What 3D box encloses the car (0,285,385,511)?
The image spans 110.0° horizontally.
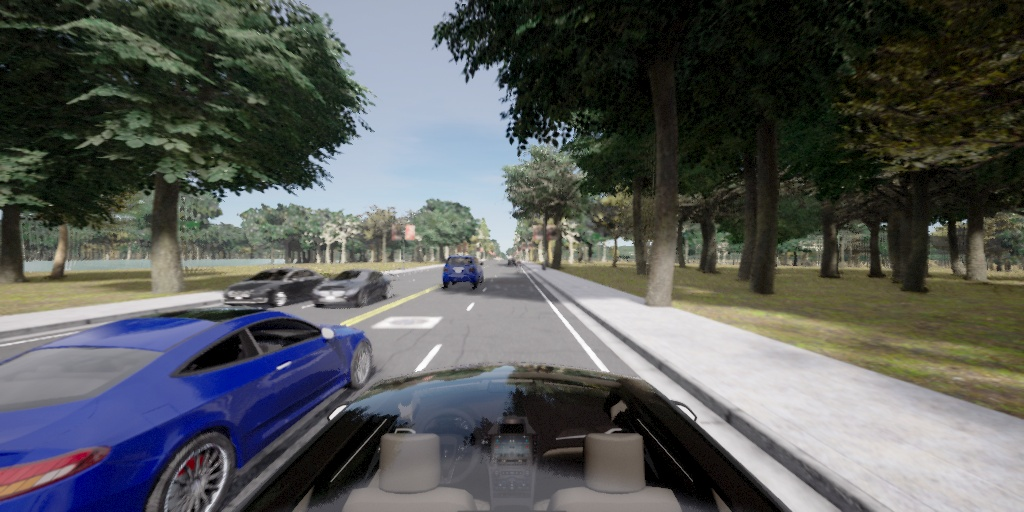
[{"bbox_3d":[-3.154,1.276,3.877,1.812,1.442,4.674,0,0,0],"label":"car"}]

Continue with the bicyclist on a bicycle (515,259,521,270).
[{"bbox_3d":[0.859,1.222,54.109,0.866,1.612,1.509,0,0,0],"label":"bicyclist on a bicycle"}]

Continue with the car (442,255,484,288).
[{"bbox_3d":[-3.166,0.983,23.779,2.150,2.045,5.566,0,0,0],"label":"car"}]

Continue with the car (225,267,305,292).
[{"bbox_3d":[-9.858,1.259,15.353,1.837,1.490,4.892,0,0,0],"label":"car"}]

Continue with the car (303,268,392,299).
[{"bbox_3d":[-6.607,1.280,15.378,1.812,1.442,4.674,0,0,0],"label":"car"}]

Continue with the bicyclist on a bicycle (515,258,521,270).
[{"bbox_3d":[0.865,1.150,44.149,0.659,1.776,1.843,0,0,0],"label":"bicyclist on a bicycle"}]
